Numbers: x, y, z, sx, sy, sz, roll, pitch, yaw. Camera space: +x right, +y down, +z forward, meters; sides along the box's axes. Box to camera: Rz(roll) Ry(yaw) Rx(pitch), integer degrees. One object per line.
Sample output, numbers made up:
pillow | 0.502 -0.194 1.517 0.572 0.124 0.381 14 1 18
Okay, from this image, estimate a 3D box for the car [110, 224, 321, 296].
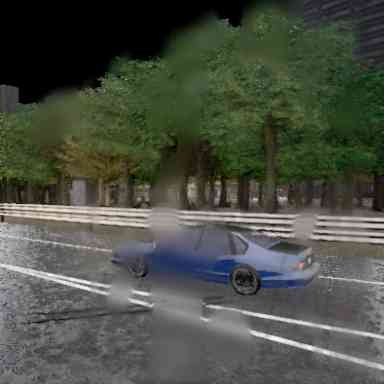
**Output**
car | 0.418 1.557 8.605 5.357 1.411 2.033 0 0 30
